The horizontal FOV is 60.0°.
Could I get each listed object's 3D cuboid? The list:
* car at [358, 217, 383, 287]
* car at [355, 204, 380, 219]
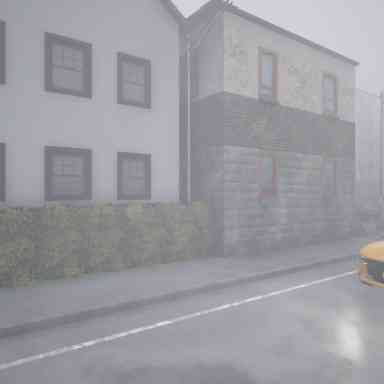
[{"bbox_3d":[6.118,1.477,8.327,5.008,1.535,1.882,0,0,-35],"label":"car"},{"bbox_3d":[12.622,1.667,24.860,2.128,1.511,4.902,0,0,-36],"label":"car"}]
